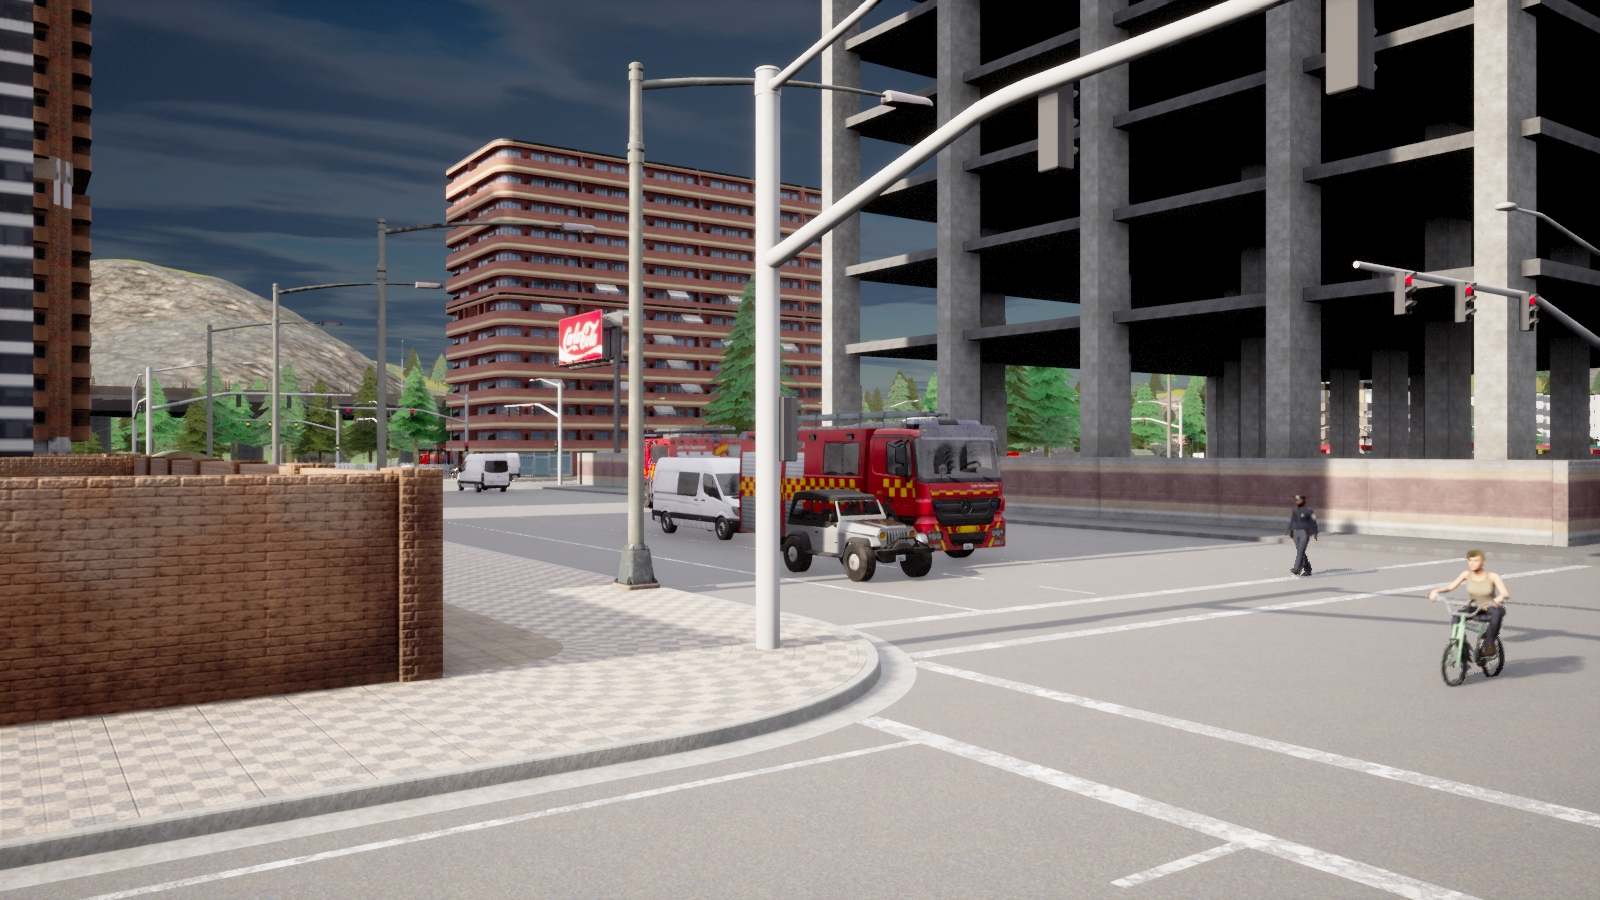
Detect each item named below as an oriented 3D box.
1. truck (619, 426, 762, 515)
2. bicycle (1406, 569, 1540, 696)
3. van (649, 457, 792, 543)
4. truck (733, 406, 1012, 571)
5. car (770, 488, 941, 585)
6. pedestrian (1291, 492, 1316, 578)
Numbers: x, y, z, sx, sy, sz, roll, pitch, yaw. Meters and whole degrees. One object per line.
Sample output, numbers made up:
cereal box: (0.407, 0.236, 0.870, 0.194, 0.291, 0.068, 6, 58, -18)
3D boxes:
truck: (-5.249, 0.889, 53.201, 2.891, 3.827, 8.468, 0, 0, -34)
bicycle: (8.100, 2.157, 13.743, 1.487, 1.276, 0.859, 0, 0, -35)
van: (-2.744, 1.534, 37.625, 1.988, 2.561, 5.915, 0, 0, -34)
truck: (1.624, 0.890, 30.842, 2.891, 3.827, 8.468, 0, 0, -35)
car: (1.170, 1.856, 25.789, 1.905, 1.878, 3.866, 0, 0, -35)
pedestrian: (11.011, 1.847, 24.985, 0.375, 1.860, 0.375, 0, 0, -34)
